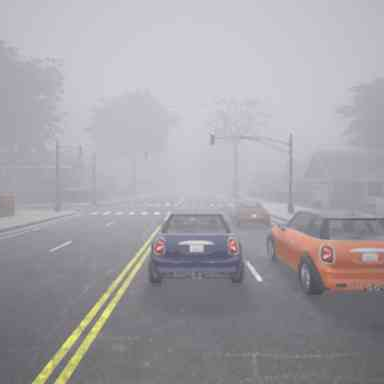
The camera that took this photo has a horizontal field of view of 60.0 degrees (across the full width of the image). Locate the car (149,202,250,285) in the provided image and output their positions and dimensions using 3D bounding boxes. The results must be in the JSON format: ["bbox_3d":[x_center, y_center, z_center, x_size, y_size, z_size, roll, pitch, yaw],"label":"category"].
[{"bbox_3d":[0.095,1.182,9.167,2.097,1.767,4.553,0,1,0],"label":"car"}]

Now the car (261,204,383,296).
[{"bbox_3d":[3.344,1.198,8.375,2.097,1.767,4.553,0,1,0],"label":"car"}]

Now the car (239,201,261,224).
[{"bbox_3d":[3.339,1.200,19.834,1.994,1.385,4.181,0,1,0],"label":"car"}]
